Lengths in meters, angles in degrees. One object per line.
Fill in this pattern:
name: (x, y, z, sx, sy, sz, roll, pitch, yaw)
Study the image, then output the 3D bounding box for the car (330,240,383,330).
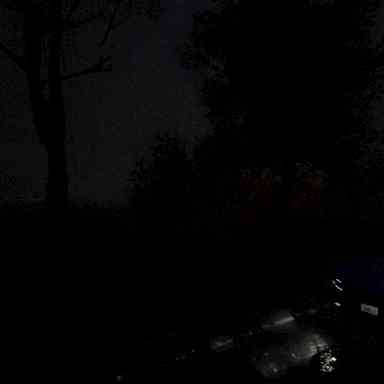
car: (4.670, 1.472, 6.390, 5.008, 1.535, 1.882, 0, 0, -35)
